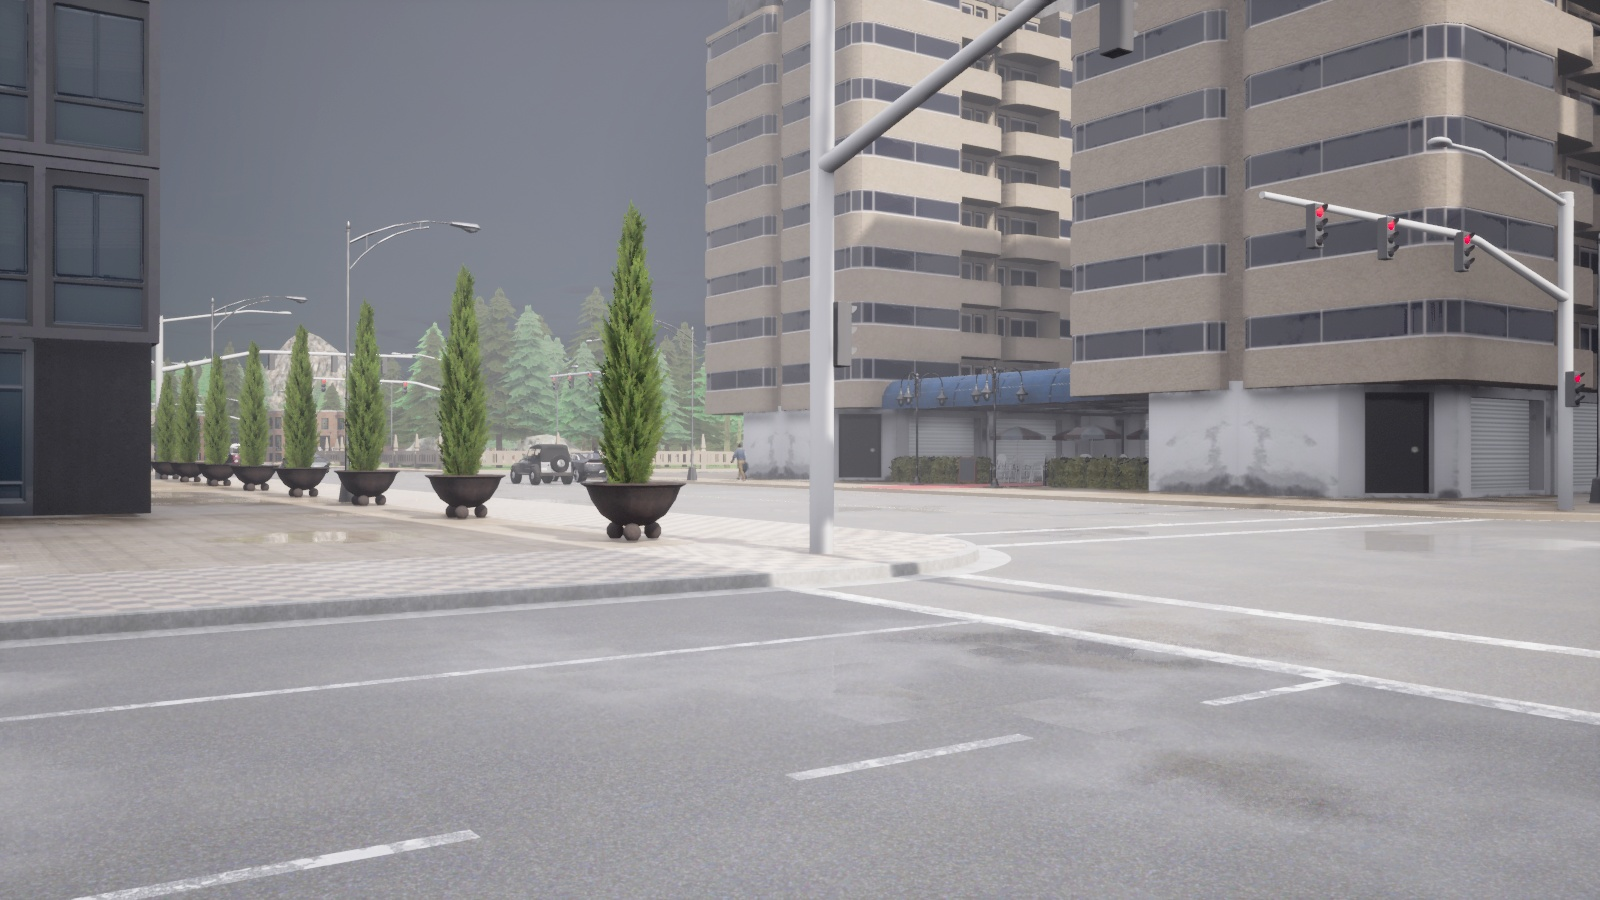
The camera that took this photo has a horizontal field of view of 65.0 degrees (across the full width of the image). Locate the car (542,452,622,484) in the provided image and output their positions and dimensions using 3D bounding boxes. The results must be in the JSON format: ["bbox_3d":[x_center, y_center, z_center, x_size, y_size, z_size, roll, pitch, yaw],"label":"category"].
[{"bbox_3d":[-11.100,0.880,63.618,2.128,1.511,4.902,0,0,-34],"label":"car"}]

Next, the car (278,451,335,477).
[{"bbox_3d":[-33.080,0.937,84.075,2.033,1.649,4.856,0,-1,-41],"label":"car"}]

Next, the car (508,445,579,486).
[{"bbox_3d":[-12.048,0.710,58.793,1.905,1.878,3.866,0,0,-34],"label":"car"}]

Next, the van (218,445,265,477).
[{"bbox_3d":[-36.840,0.739,82.749,2.069,2.038,4.480,0,-1,-34],"label":"van"}]

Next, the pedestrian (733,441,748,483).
[{"bbox_3d":[-2.783,0.552,58.680,0.423,1.949,0.788,0,0,-29],"label":"pedestrian"}]
